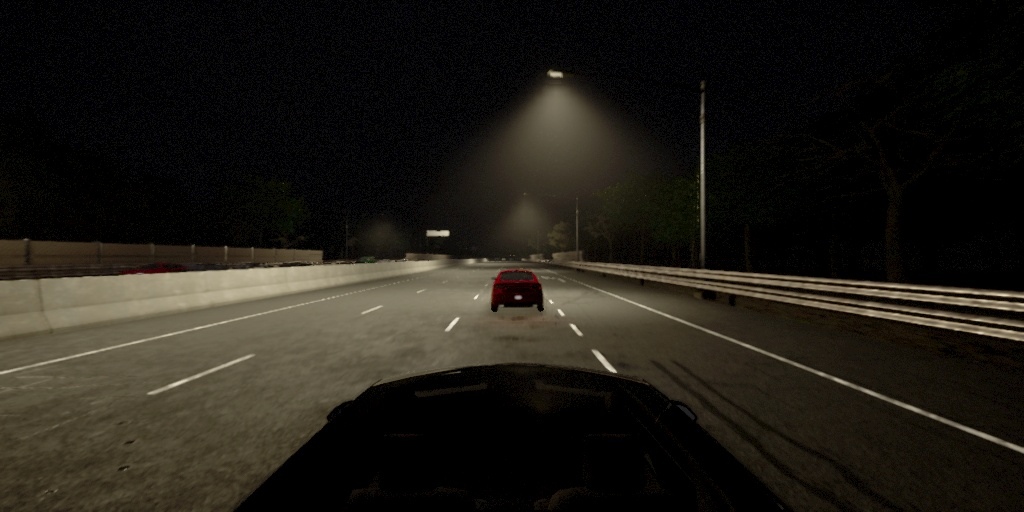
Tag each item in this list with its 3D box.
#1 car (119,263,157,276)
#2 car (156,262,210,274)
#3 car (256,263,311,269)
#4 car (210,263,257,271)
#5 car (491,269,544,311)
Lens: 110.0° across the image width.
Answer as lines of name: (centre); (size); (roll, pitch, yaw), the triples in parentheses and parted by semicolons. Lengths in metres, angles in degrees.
car: (-28.125, 1.290, 28.594); (1.882, 1.535, 5.008); (0, 0, 0)
car: (-24.629, 1.360, 28.717); (2.033, 1.411, 5.357); (0, 0, 0)
car: (-17.629, 1.315, 28.707); (1.837, 1.490, 4.892); (0, 0, 0)
car: (-21.128, 1.304, 29.009); (2.128, 1.511, 4.902); (0, 0, 0)
car: (0.165, 1.276, 14.731); (1.882, 1.535, 5.008); (0, 0, -1)
